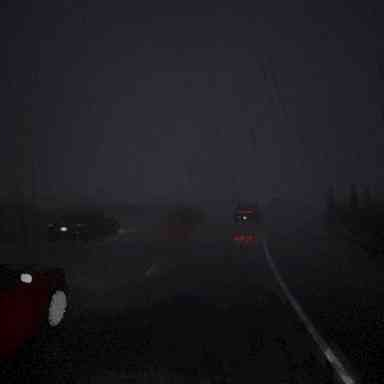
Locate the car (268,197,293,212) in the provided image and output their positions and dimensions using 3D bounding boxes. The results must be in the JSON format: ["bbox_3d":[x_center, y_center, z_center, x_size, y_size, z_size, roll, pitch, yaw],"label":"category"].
[{"bbox_3d":[10.864,1.440,40.587,2.097,1.767,4.553,0,0,28],"label":"car"}]

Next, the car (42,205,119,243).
[{"bbox_3d":[-5.152,1.570,16.276,1.994,1.385,4.181,0,0,10],"label":"car"}]

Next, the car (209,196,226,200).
[{"bbox_3d":[4.835,1.612,63.510,1.837,1.490,4.892,0,0,38],"label":"car"}]

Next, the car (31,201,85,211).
[{"bbox_3d":[-10.079,1.483,26.695,1.882,1.535,5.008,0,0,17],"label":"car"}]

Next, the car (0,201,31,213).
[{"bbox_3d":[-13.937,1.497,25.800,1.837,1.490,4.892,0,0,15],"label":"car"}]

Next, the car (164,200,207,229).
[{"bbox_3d":[-0.322,1.506,21.940,1.882,1.535,5.008,0,0,14],"label":"car"}]

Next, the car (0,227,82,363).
[{"bbox_3d":[-3.173,1.473,3.832,1.882,1.535,5.008,0,0,2],"label":"car"}]

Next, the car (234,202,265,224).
[{"bbox_3d":[4.442,1.555,25.707,1.837,1.490,4.892,0,0,17],"label":"car"}]

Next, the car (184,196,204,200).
[{"bbox_3d":[0.326,1.562,63.335,1.882,1.535,5.008,0,0,37],"label":"car"}]
